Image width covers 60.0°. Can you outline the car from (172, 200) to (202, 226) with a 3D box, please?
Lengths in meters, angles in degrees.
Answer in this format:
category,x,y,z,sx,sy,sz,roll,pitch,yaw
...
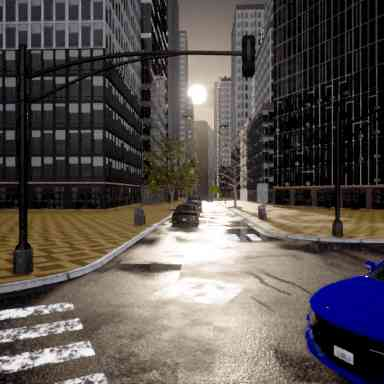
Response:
category,x,y,z,sx,sy,sz,roll,pitch,yaw
car,-0.433,1.654,25.415,1.882,1.535,5.008,0,0,2

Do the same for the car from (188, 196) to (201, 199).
category,x,y,z,sx,sy,sz,roll,pitch,yaw
car,0.311,1.554,46.281,2.150,2.045,5.566,0,0,2

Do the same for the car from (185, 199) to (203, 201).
category,x,y,z,sx,sy,sz,roll,pitch,yaw
car,-0.068,1.777,35.628,1.812,1.442,4.674,0,0,2

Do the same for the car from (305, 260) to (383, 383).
category,x,y,z,sx,sy,sz,roll,pitch,yaw
car,3.879,1.499,4.794,5.008,1.535,1.882,0,0,-27
